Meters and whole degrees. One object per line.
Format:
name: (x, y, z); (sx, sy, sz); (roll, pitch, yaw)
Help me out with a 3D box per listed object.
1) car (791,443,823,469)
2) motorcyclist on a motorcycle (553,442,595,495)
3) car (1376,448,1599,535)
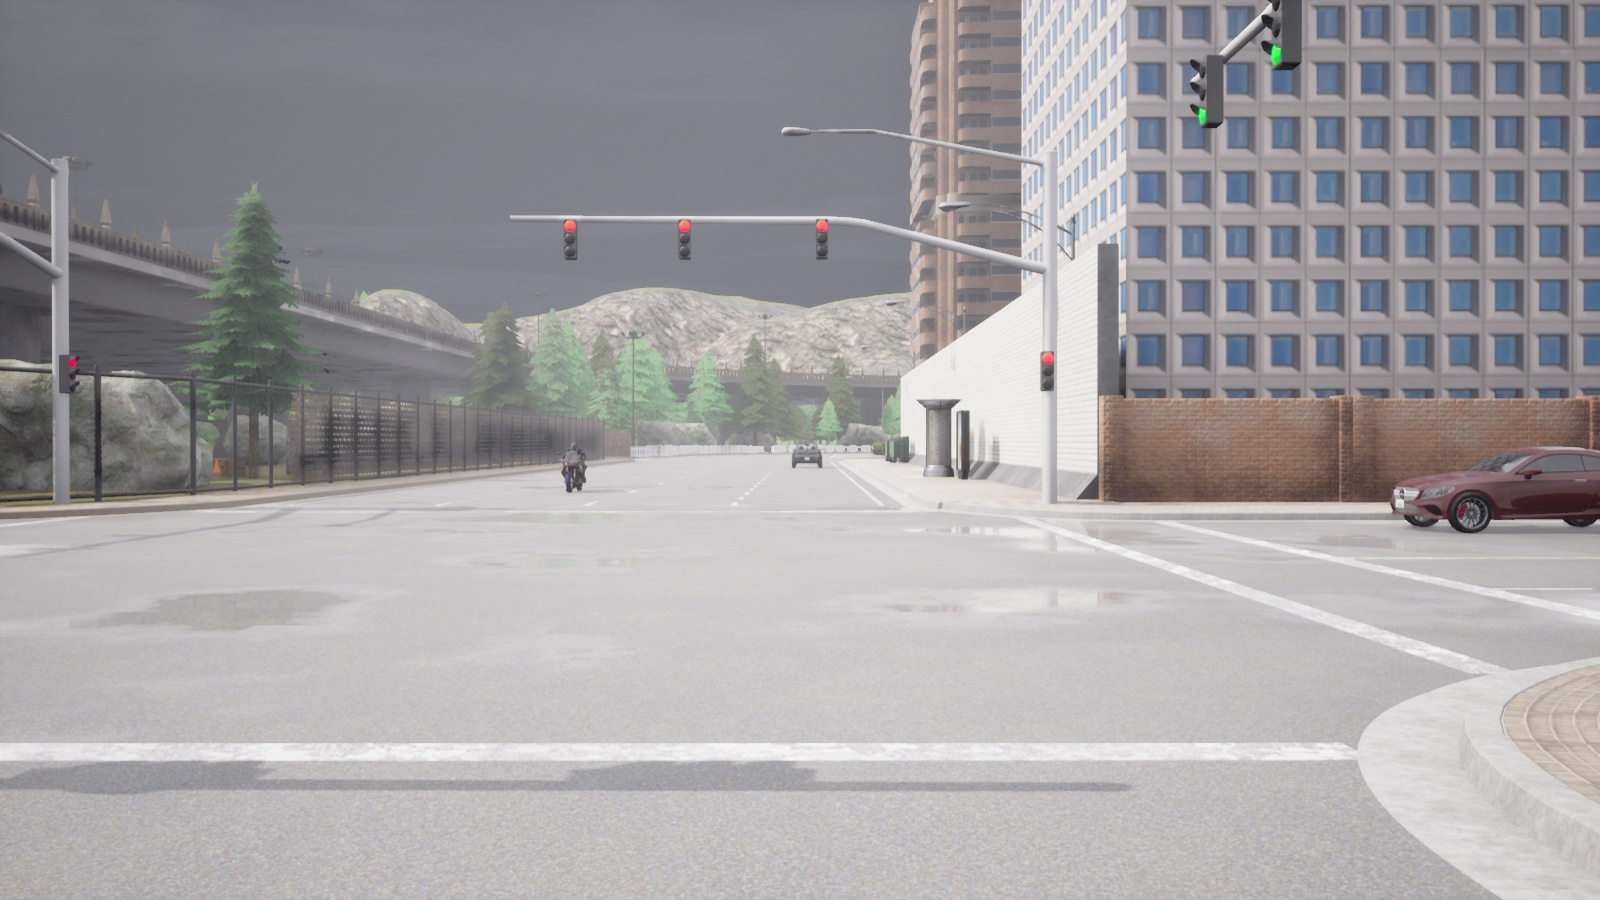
car: (0.412, 0.304, 72.875); (1.816, 1.474, 4.193); (0, 0, 0)
motorcyclist on a motorcycle: (-6.779, 0.539, 37.779); (0.866, 1.530, 2.191); (0, 0, 0)
car: (12.785, 0.701, 21.878); (4.674, 1.442, 1.812); (0, 0, 0)
